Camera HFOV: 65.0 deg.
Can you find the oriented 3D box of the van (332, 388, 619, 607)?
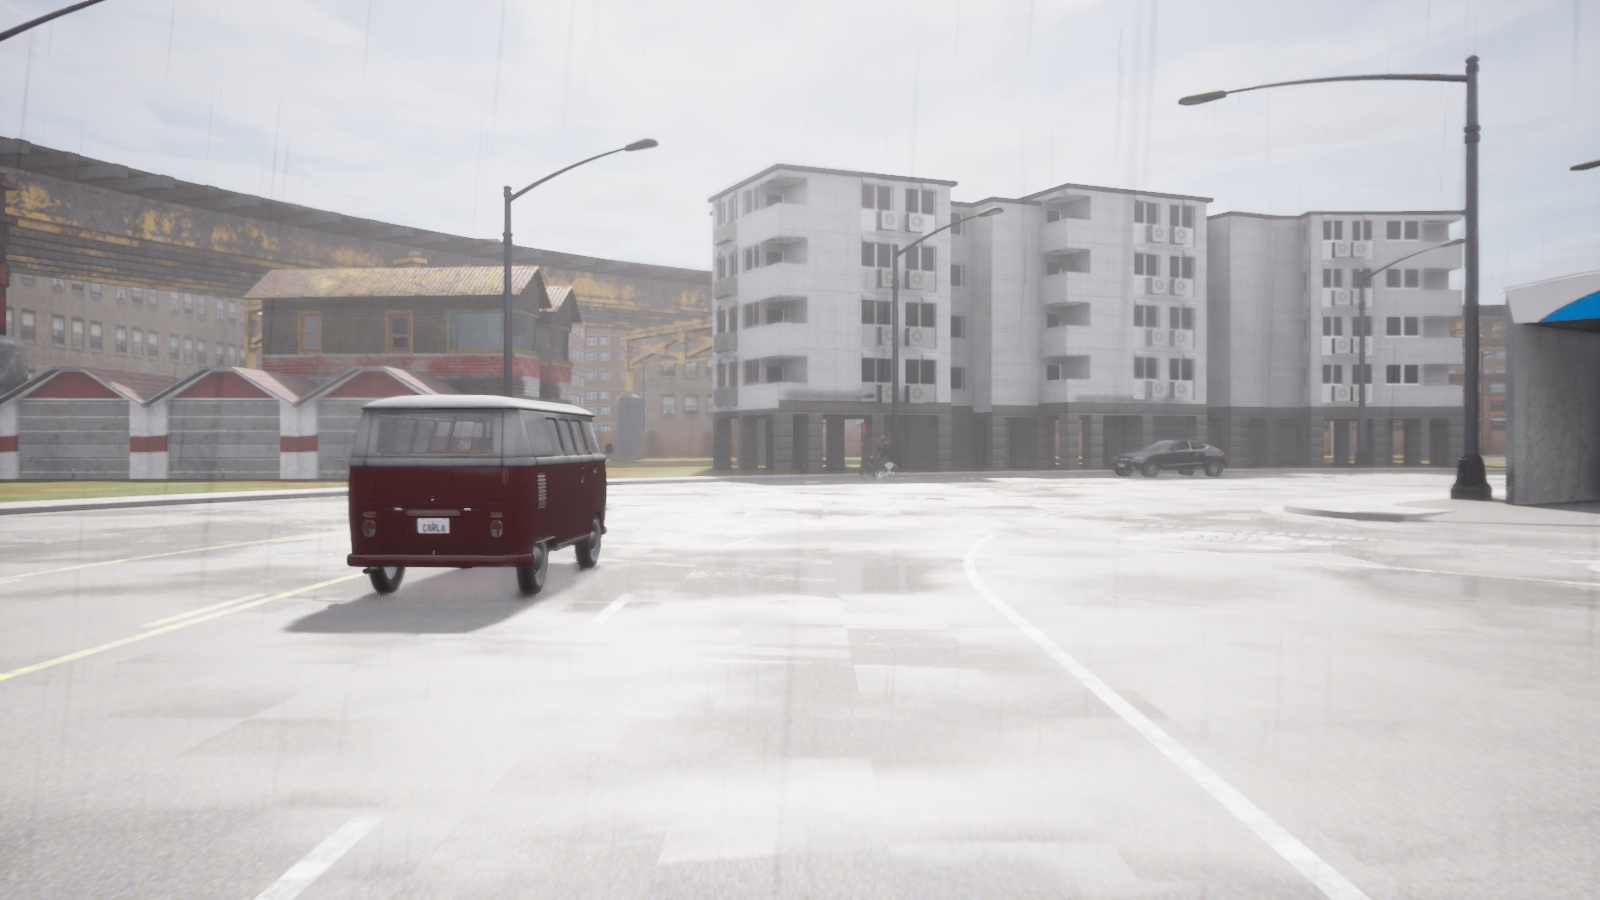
[{"bbox_3d":[-3.286,0.420,13.673,1.775,1.987,4.442,0,0,3],"label":"van"}]

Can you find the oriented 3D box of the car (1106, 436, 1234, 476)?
[{"bbox_3d":[15.958,0.232,54.208,5.027,1.651,2.152,0,0,-21],"label":"car"}]

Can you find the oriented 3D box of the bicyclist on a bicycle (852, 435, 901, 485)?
[{"bbox_3d":[2.835,0.358,46.349,1.843,1.776,0.659,0,1,-39],"label":"bicyclist on a bicycle"}]
